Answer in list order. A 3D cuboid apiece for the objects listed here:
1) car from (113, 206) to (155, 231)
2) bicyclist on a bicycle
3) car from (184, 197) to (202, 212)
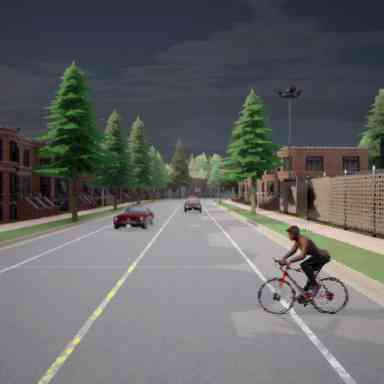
[{"bbox_3d":[-3.535,1.590,20.827,1.895,1.301,4.718,0,0,1],"label":"car"},{"bbox_3d":[2.015,1.438,6.051,1.656,1.620,0.582,-1,0,0],"label":"bicyclist on a bicycle"},{"bbox_3d":[0.097,1.582,37.441,1.895,1.301,4.718,0,0,0],"label":"car"}]
